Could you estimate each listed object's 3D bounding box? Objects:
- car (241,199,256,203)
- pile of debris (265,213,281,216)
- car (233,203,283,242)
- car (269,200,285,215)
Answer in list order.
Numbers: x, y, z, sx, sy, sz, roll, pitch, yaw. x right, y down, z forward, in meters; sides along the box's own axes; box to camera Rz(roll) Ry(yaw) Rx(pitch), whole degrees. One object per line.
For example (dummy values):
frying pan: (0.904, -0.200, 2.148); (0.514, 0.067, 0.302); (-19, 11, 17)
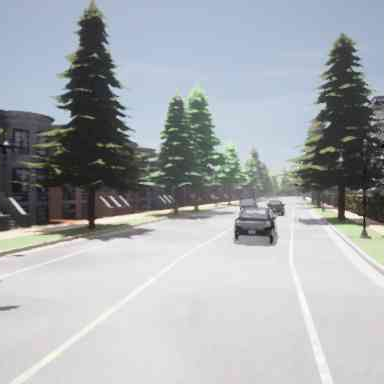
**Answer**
car: (7.317, 1.627, 42.938); (2.033, 1.411, 5.357); (1, 0, 17)
pile of debris: (8.232, 2.263, 33.653); (1.500, 0.140, 1.860); (1, 0, 17)
car: (3.266, 1.527, 16.732); (2.128, 1.511, 4.902); (1, 0, 16)
car: (8.891, 1.618, 35.471); (1.812, 1.442, 4.674); (1, 0, 17)
